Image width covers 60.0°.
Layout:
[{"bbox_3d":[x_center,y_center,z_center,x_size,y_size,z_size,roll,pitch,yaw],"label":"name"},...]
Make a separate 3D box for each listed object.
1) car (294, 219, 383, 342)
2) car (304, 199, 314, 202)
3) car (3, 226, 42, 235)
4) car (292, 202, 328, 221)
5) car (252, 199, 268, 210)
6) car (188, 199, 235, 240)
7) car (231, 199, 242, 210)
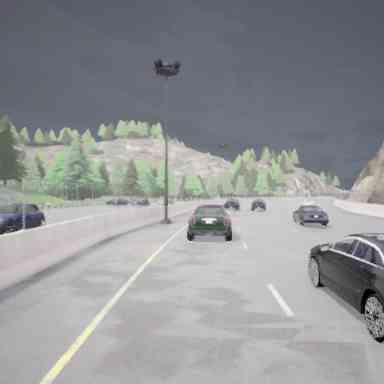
[{"bbox_3d":[3.776,1.546,6.481,2.128,1.511,4.902,0,0,3],"label":"car"},{"bbox_3d":[17.823,1.870,50.762,1.812,1.442,4.674,0,0,17],"label":"car"},{"bbox_3d":[-9.729,1.378,17.616,2.097,1.767,4.553,0,0,6],"label":"car"},{"bbox_3d":[8.756,1.717,24.821,2.033,1.411,5.357,0,0,9],"label":"car"},{"bbox_3d":[9.523,1.783,46.910,1.837,1.490,4.892,-1,0,15],"label":"car"},{"bbox_3d":[1.010,1.441,17.689,2.097,1.767,4.553,0,0,5],"label":"car"},{"bbox_3d":[5.789,1.759,46.424,1.837,1.490,4.892,-1,0,14],"label":"car"}]
